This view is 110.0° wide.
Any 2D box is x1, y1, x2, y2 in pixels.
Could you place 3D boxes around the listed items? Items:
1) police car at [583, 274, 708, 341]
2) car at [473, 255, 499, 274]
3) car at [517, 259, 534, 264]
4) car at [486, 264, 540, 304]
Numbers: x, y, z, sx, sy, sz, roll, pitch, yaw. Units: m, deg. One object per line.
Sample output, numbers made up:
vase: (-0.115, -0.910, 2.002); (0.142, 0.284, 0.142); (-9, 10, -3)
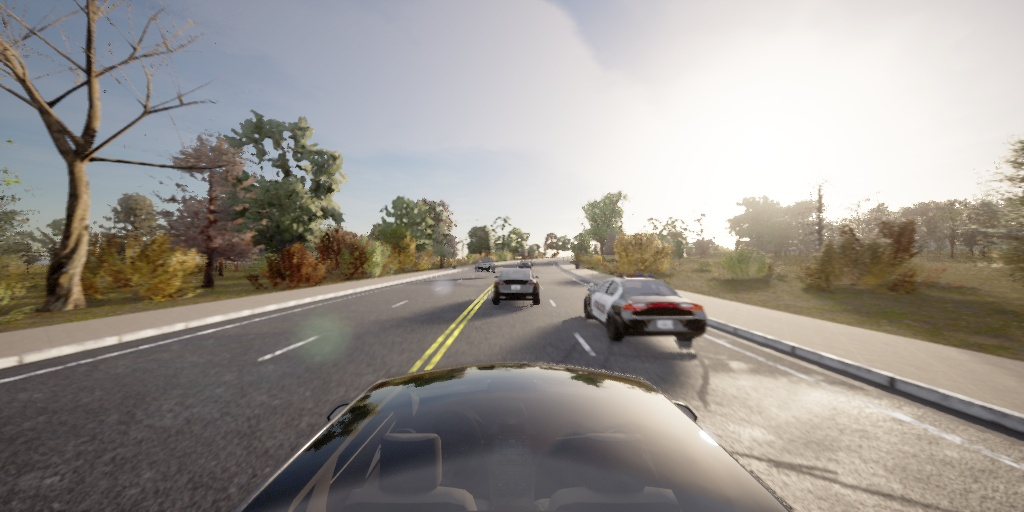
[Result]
police car: (3.294, 1.285, 10.062); (2.038, 1.542, 4.974); (0, 0, 1)
car: (-2.460, 0.805, 35.127); (2.097, 1.767, 4.553); (0, 0, 3)
car: (1.786, 1.361, 50.078); (1.837, 1.490, 4.892); (0, 0, 4)
car: (0.211, 1.296, 16.644); (2.163, 1.488, 4.792); (0, 0, 1)
